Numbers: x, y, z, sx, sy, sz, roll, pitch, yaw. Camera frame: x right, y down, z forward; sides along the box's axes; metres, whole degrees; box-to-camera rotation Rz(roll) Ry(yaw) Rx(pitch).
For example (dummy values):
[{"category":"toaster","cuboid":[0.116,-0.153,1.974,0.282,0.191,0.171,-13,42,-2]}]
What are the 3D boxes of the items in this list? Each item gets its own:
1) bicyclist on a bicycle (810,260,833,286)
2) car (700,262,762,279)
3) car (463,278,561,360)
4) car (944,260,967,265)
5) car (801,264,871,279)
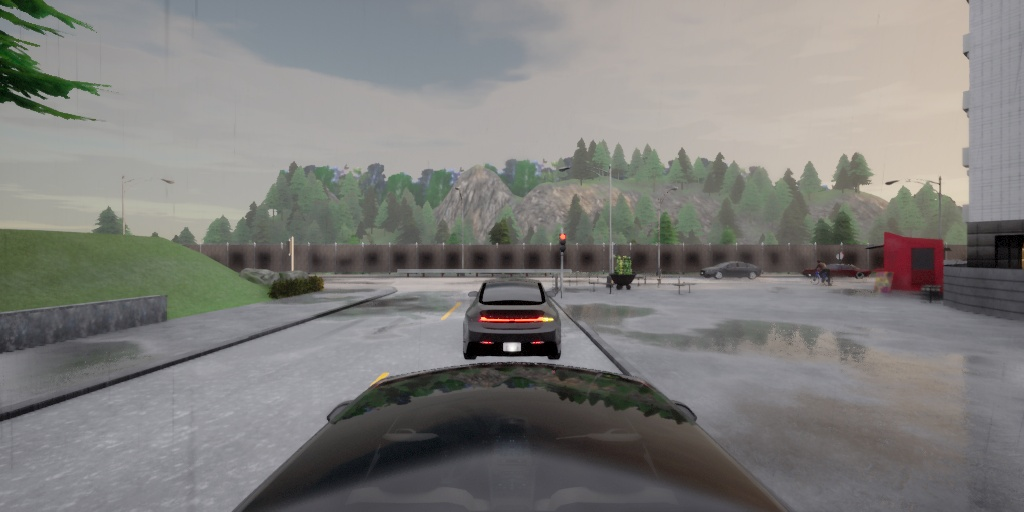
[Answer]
[{"category":"bicyclist on a bicycle","cuboid":[19.811,1.099,22.970,0.582,1.620,1.656,0,0,-1]},{"category":"car","cuboid":[19.055,1.255,31.363,4.892,1.490,1.837,0,0,-1]},{"category":"car","cuboid":[0.001,1.255,8.341,1.837,1.490,4.892,0,0,0]},{"category":"car","cuboid":[38.601,1.102,31.513,4.553,1.767,2.097,0,0,0]},{"category":"car","cuboid":[28.311,1.351,31.440,4.718,1.301,1.895,0,0,0]}]
